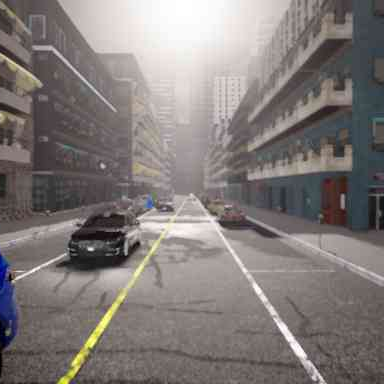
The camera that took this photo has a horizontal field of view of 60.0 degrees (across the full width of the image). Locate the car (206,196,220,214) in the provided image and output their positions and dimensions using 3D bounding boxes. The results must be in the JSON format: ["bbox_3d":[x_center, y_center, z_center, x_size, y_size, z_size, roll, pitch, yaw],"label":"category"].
[{"bbox_3d":[2.662,1.440,34.360,1.752,1.417,4.829,-1,0,0],"label":"car"}]

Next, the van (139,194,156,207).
[{"bbox_3d":[-5.691,1.247,39.816,1.690,1.788,3.998,-1,0,0],"label":"van"}]

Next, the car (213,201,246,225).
[{"bbox_3d":[2.669,1.524,22.986,1.802,1.307,4.206,-1,0,0],"label":"car"}]

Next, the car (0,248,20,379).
[{"bbox_3d":[-3.096,1.220,1.652,2.150,2.045,5.566,0,0,0],"label":"car"}]

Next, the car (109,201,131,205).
[{"bbox_3d":[-5.678,1.529,23.010,1.802,1.307,4.206,-1,0,0],"label":"car"}]

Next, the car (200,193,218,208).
[{"bbox_3d":[2.652,1.203,45.394,2.192,1.841,5.009,-1,0,0],"label":"car"}]

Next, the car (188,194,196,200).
[{"bbox_3d":[-0.050,1.212,89.629,2.128,1.511,4.902,0,0,0],"label":"car"}]

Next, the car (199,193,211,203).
[{"bbox_3d":[2.639,1.150,67.802,2.192,1.841,5.009,-1,0,0],"label":"car"}]

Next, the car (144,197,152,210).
[{"bbox_3d":[-5.685,1.471,34.214,2.008,1.369,4.403,-1,0,0],"label":"car"}]

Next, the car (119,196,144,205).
[{"bbox_3d":[-5.683,1.373,28.612,1.967,1.590,4.097,-1,0,0],"label":"car"}]

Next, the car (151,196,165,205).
[{"bbox_3d":[-5.739,1.417,56.623,2.008,1.369,4.403,-1,0,0],"label":"car"}]

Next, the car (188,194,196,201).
[{"bbox_3d":[-0.045,1.320,79.588,1.812,1.442,4.674,0,0,0],"label":"car"}]

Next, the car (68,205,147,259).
[{"bbox_3d":[-3.094,1.474,12.608,1.837,1.490,4.892,0,1,0],"label":"car"}]

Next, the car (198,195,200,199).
[{"bbox_3d":[2.645,1.176,56.598,2.192,1.841,5.009,-1,0,0],"label":"car"}]

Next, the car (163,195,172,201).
[{"bbox_3d":[-5.744,1.396,79.030,1.802,1.307,4.206,-1,0,0],"label":"car"}]

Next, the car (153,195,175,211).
[{"bbox_3d":[-3.021,1.365,39.084,2.033,1.411,5.357,0,0,0],"label":"car"}]

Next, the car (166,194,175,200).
[{"bbox_3d":[-5.751,1.339,90.235,2.008,1.369,4.403,-1,0,0],"label":"car"}]
